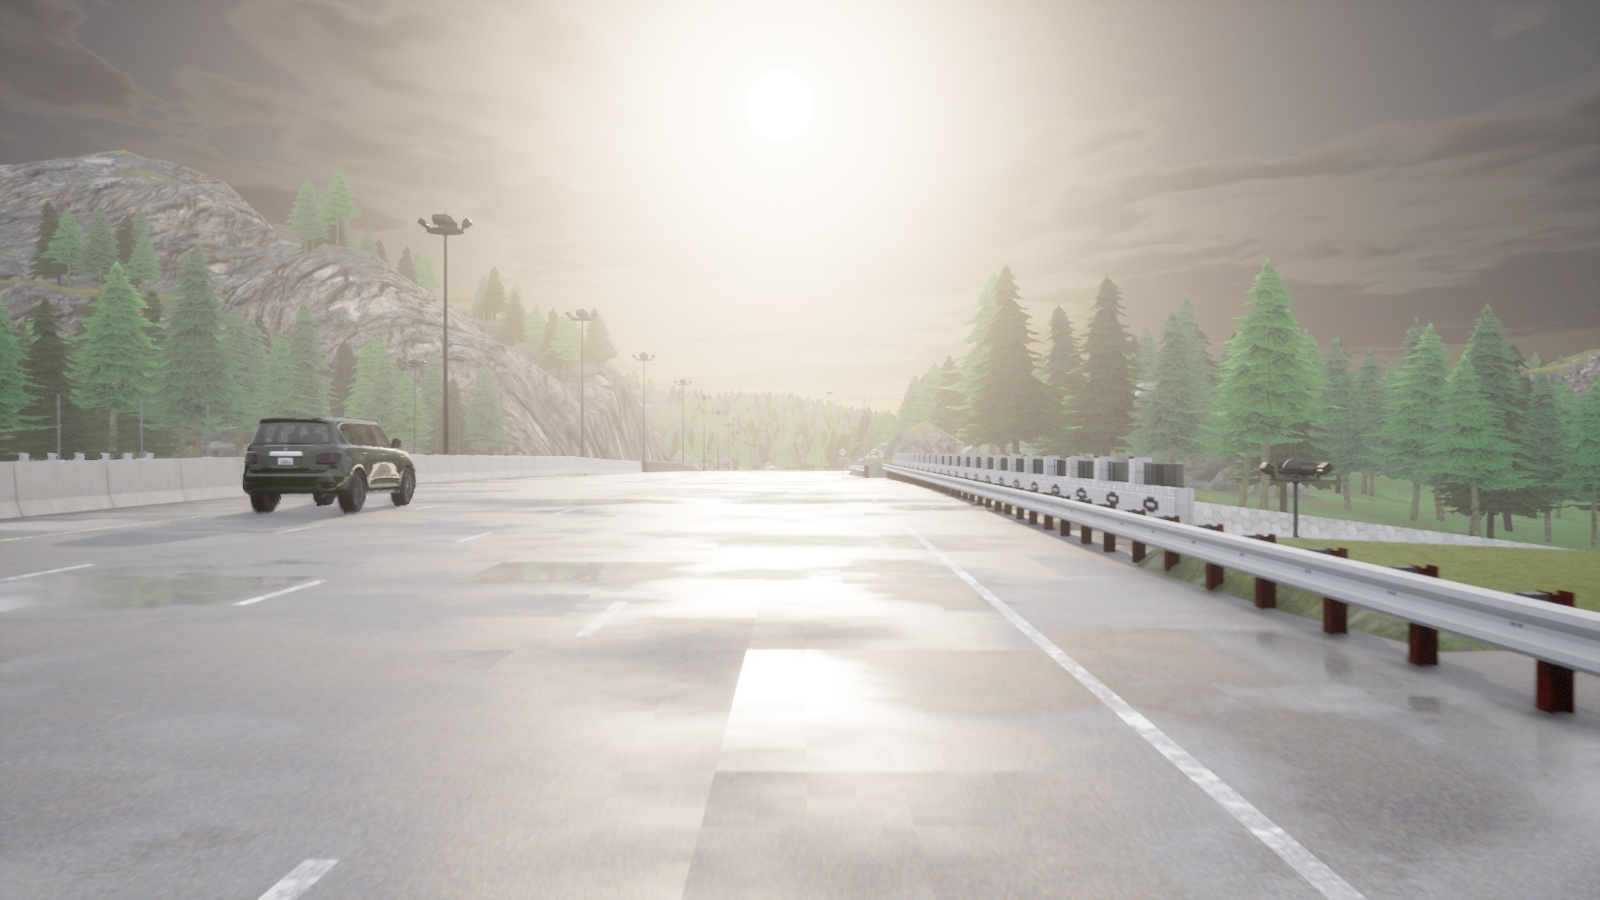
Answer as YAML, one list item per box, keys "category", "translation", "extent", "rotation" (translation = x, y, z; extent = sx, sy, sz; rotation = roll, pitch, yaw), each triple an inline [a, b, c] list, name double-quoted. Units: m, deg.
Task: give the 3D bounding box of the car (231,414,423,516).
- category: "car"
  translation: [-10.328, 0.286, 27.975]
  extent: [2.150, 2.045, 5.566]
  rotation: [0, 0, 0]
